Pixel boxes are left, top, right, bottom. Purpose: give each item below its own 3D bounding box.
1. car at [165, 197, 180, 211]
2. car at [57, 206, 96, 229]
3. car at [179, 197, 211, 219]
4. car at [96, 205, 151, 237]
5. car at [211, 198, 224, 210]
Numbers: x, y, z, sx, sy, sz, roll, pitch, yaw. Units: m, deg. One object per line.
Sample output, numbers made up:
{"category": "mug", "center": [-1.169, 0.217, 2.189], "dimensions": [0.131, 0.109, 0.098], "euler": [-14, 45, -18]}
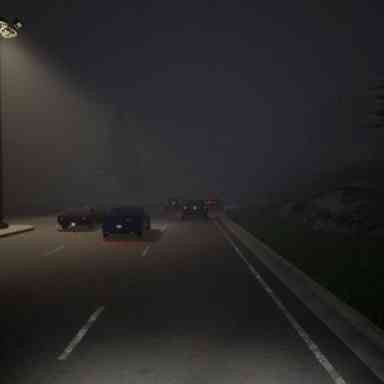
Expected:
{"category": "car", "center": [-1.548, 1.309, 39.019], "dimensions": [2.097, 1.767, 4.553], "euler": [0, 0, 14]}
{"category": "car", "center": [-6.887, 1.577, 21.548], "dimensions": [1.895, 1.301, 4.718], "euler": [0, 0, 0]}
{"category": "car", "center": [0.312, 1.320, 28.498], "dimensions": [2.097, 1.767, 4.553], "euler": [0, 0, 2]}
{"category": "car", "center": [-3.399, 1.458, 17.958], "dimensions": [1.882, 1.535, 5.008], "euler": [0, 0, 0]}
{"category": "car", "center": [2.857, 1.446, 41.967], "dimensions": [2.128, 1.511, 4.902], "euler": [0, 0, 15]}
